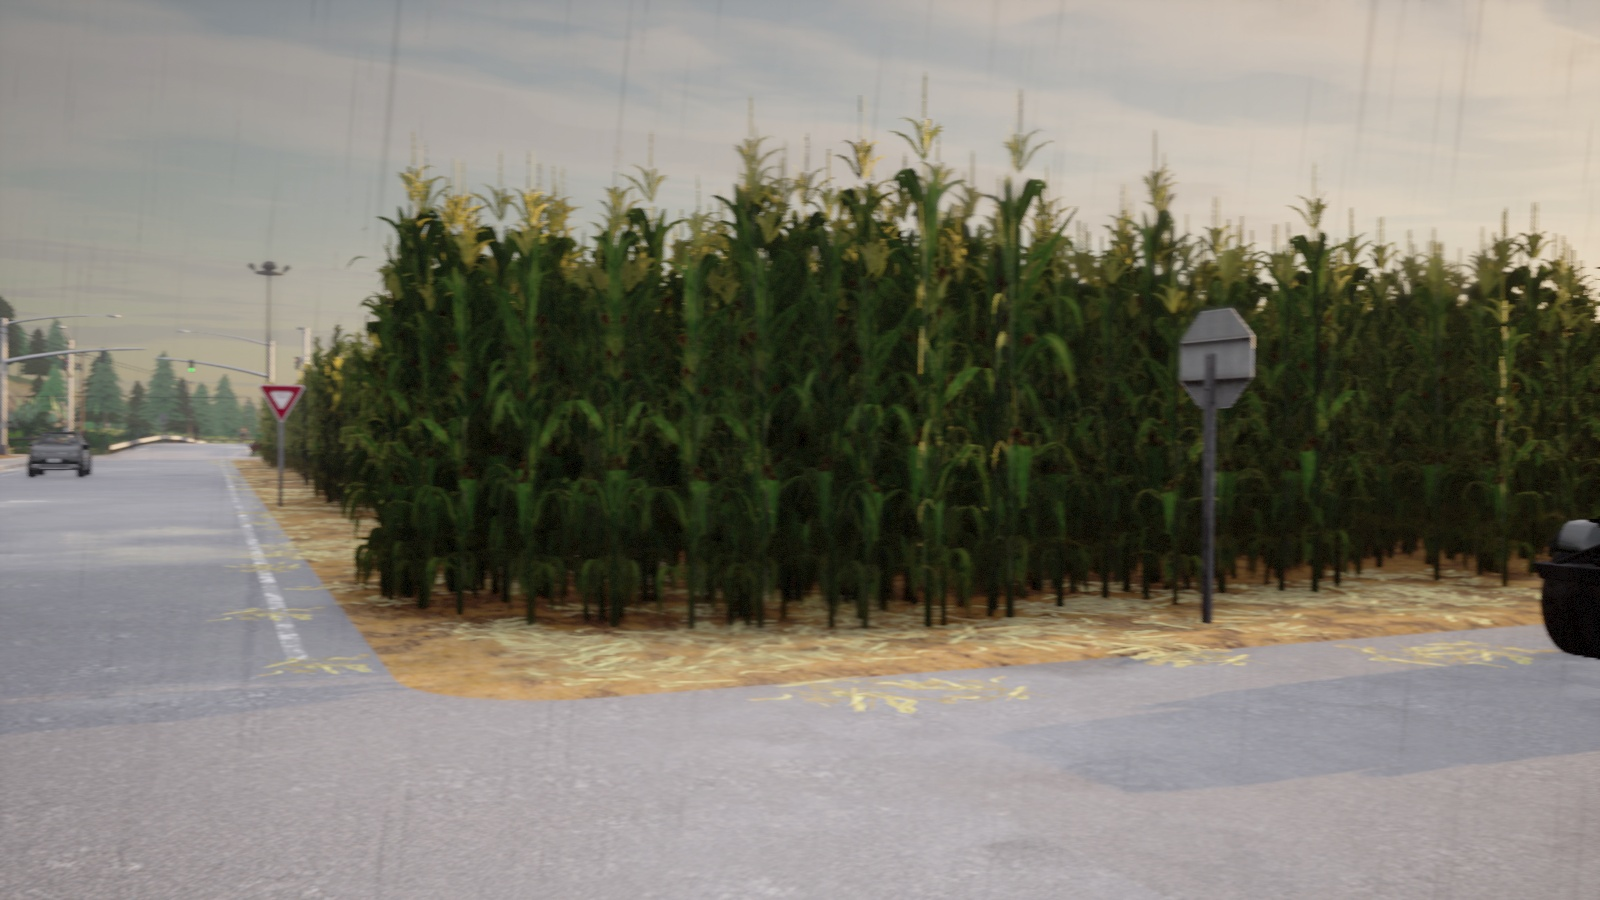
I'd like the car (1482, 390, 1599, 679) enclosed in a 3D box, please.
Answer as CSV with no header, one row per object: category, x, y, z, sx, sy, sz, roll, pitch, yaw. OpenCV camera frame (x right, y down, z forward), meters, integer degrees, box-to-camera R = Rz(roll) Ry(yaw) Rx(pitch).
car,7.009,0.568,8.912,3.866,1.878,1.905,1,0,-26

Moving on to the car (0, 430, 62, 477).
car,-26.394,0.091,42.852,1.789,1.549,3.705,1,0,-26
